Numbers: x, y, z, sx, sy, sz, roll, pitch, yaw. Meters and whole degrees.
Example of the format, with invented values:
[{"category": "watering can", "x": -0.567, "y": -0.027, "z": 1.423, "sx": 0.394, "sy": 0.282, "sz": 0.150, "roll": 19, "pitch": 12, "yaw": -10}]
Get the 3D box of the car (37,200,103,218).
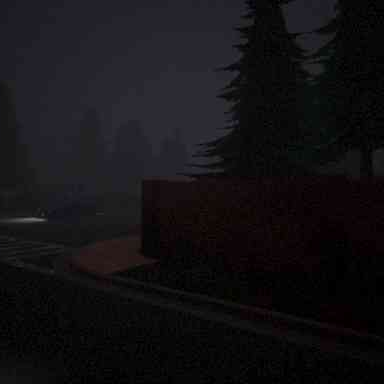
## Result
[{"category": "car", "x": -10.054, "y": 1.372, "z": 27.999, "sx": 2.033, "sy": 1.411, "sz": 5.357, "roll": 1, "pitch": 0, "yaw": 35}]
